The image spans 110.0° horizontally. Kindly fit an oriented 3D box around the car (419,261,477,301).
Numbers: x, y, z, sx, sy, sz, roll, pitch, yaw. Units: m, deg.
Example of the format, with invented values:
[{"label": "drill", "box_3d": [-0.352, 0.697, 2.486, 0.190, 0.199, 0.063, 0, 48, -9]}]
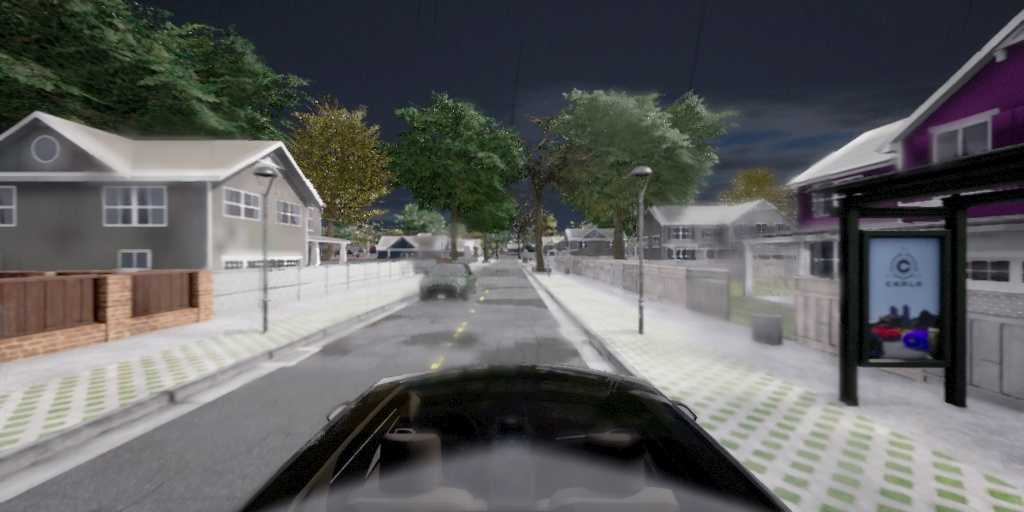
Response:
[{"label": "car", "box_3d": [-2.847, 1.056, 16.738, 2.097, 1.767, 4.553, 0, 0, 0]}]
